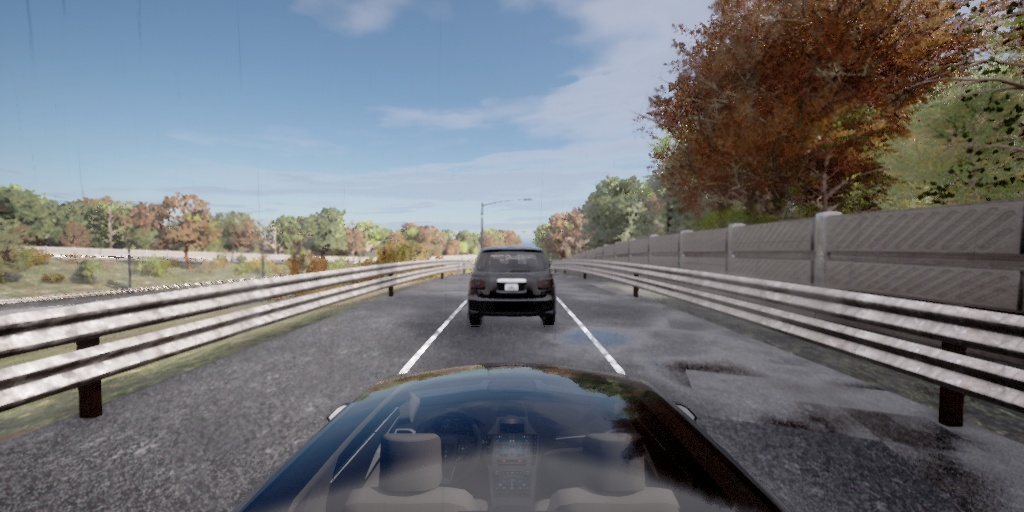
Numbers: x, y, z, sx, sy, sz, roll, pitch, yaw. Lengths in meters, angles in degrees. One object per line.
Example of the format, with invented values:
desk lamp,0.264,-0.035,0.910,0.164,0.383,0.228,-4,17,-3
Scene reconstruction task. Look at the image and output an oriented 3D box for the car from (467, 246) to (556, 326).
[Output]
car,0.019,0.715,10.629,2.150,2.045,5.566,0,2,1
